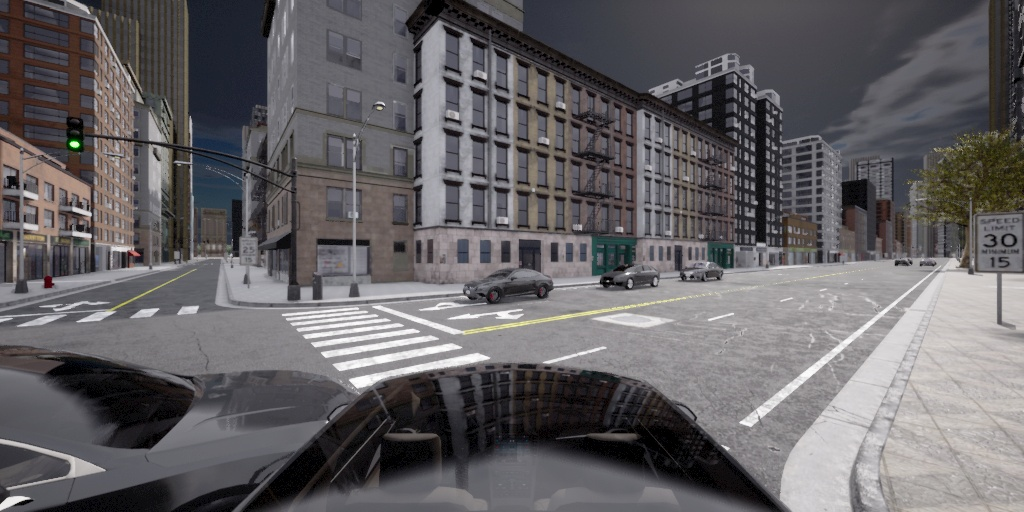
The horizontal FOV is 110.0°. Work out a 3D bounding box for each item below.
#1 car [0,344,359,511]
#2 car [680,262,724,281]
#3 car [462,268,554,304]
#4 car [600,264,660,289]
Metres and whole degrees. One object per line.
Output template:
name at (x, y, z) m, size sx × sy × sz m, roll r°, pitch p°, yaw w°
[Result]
car at (-3.224, 1.257, 1.754) m, size 4.892 × 1.490 × 1.837 m, roll 0°, pitch 0°, yaw -35°
car at (15.615, 1.233, 29.452) m, size 4.902 × 1.511 × 2.128 m, roll 0°, pitch 0°, yaw -39°
car at (-0.065, 1.285, 16.731) m, size 4.674 × 1.442 × 1.812 m, roll 0°, pitch 0°, yaw -39°
car at (7.616, 1.256, 22.968) m, size 4.892 × 1.490 × 1.837 m, roll 0°, pitch 0°, yaw -39°
